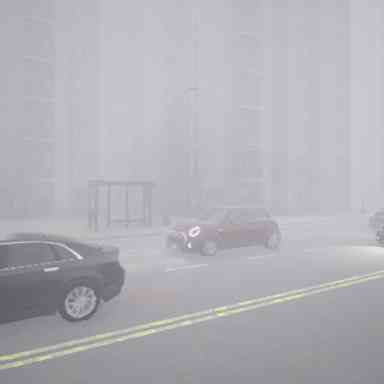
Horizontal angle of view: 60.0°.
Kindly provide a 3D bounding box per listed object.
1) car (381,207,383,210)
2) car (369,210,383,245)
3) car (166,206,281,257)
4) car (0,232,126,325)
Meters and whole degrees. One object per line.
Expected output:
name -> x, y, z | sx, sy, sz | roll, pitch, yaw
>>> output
car -> 12.786, 1.355, 20.076 | 4.553, 1.767, 2.097 | 0, 0, -31
car -> 9.668, 1.564, 14.056 | 4.181, 1.385, 1.994 | 0, 0, -32
car -> 1.269, 1.352, 12.981 | 4.553, 1.767, 2.097 | 0, 0, -32
car -> -3.573, 1.505, 5.677 | 4.892, 1.490, 1.837 | 0, 0, -35
